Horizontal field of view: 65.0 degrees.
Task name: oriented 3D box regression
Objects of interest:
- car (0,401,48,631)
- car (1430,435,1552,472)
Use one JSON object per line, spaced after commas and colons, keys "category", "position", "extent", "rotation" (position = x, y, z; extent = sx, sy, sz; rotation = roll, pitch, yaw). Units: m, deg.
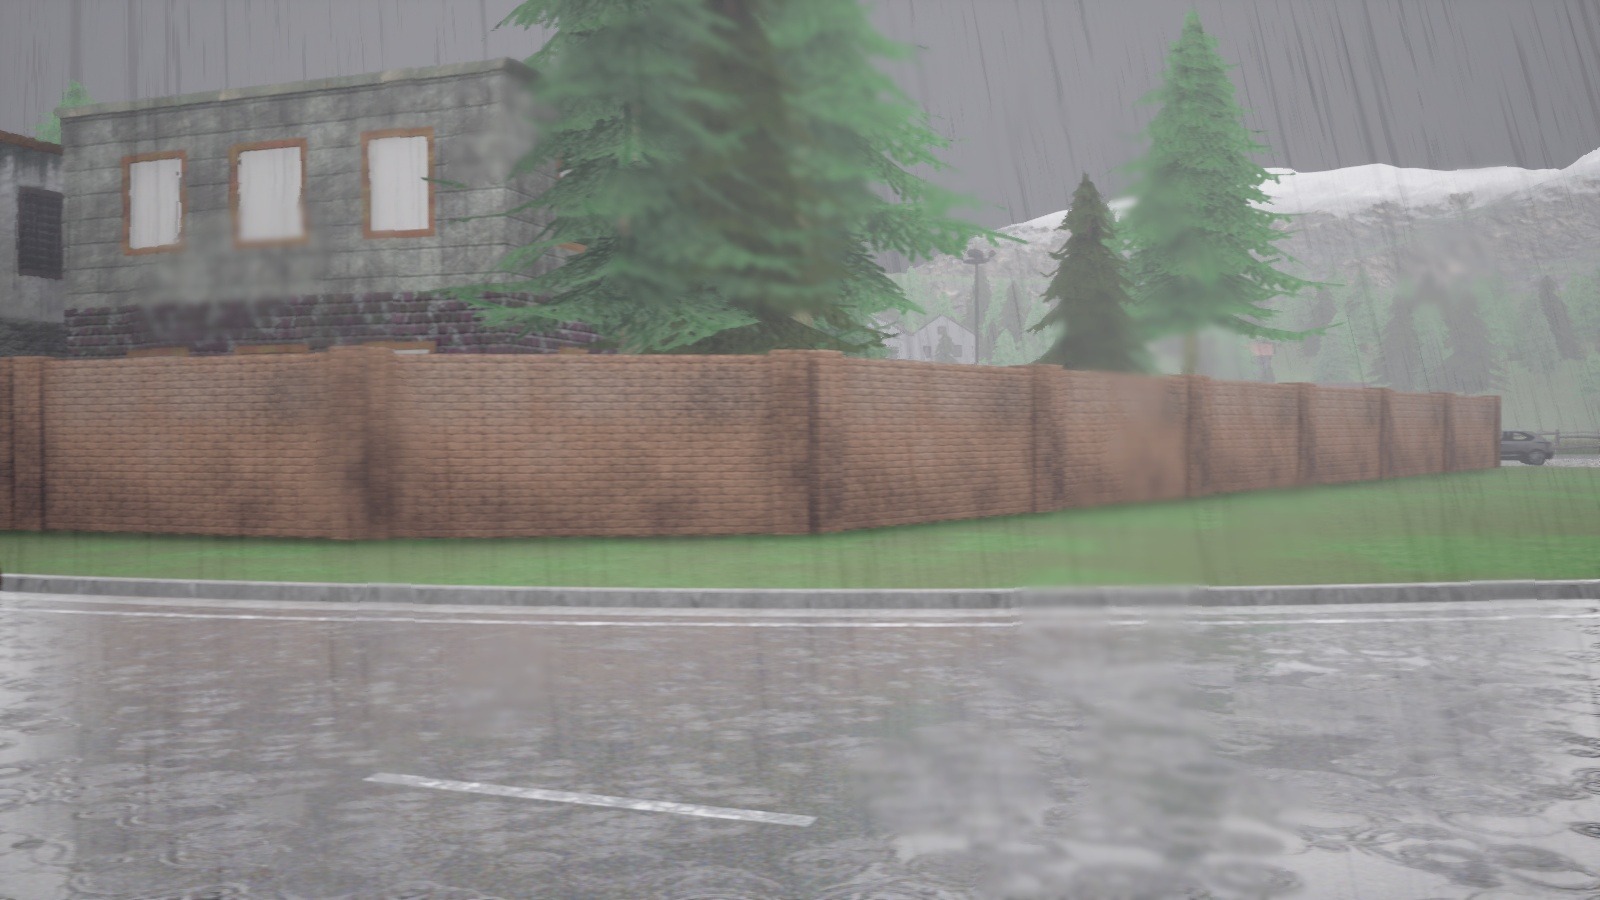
{"category": "car", "position": [-8.493, 0.497, 9.740], "extent": [4.553, 1.767, 2.097], "rotation": [1, 1, 19]}
{"category": "car", "position": [28.677, 0.111, 52.266], "extent": [4.193, 1.474, 1.816], "rotation": [1, 1, 19]}
